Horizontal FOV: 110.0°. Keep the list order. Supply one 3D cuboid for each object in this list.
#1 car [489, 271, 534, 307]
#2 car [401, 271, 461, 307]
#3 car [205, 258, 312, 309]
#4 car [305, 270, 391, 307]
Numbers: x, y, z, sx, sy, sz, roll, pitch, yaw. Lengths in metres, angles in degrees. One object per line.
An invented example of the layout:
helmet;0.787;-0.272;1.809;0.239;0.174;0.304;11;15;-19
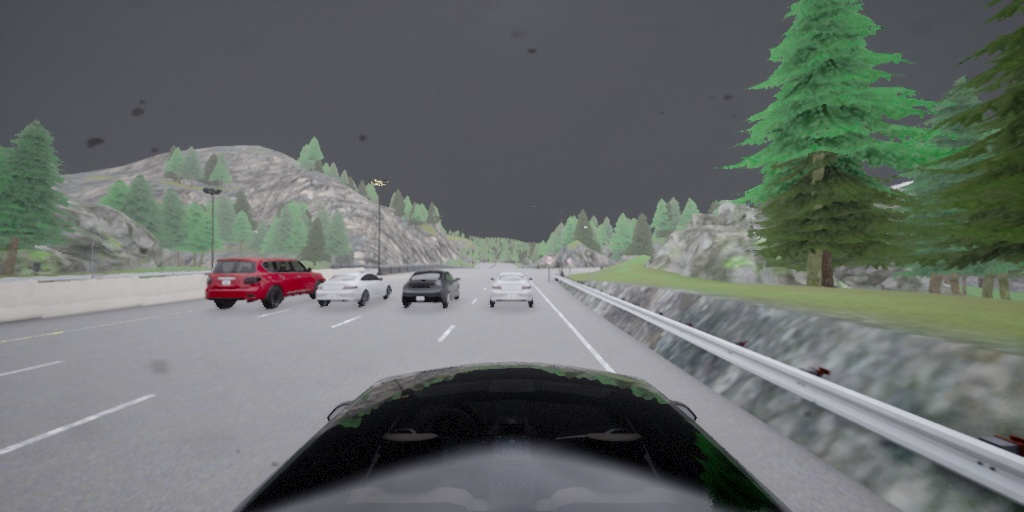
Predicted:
car;-0.019;1.410;16.284;1.812;1.442;4.674;0;0;0
car;-3.520;1.391;16.183;1.837;1.490;4.892;0;0;0
car;-10.522;1.097;15.876;2.150;2.045;5.566;0;0;0
car;-7.020;1.410;16.257;1.812;1.442;4.674;0;0;0
